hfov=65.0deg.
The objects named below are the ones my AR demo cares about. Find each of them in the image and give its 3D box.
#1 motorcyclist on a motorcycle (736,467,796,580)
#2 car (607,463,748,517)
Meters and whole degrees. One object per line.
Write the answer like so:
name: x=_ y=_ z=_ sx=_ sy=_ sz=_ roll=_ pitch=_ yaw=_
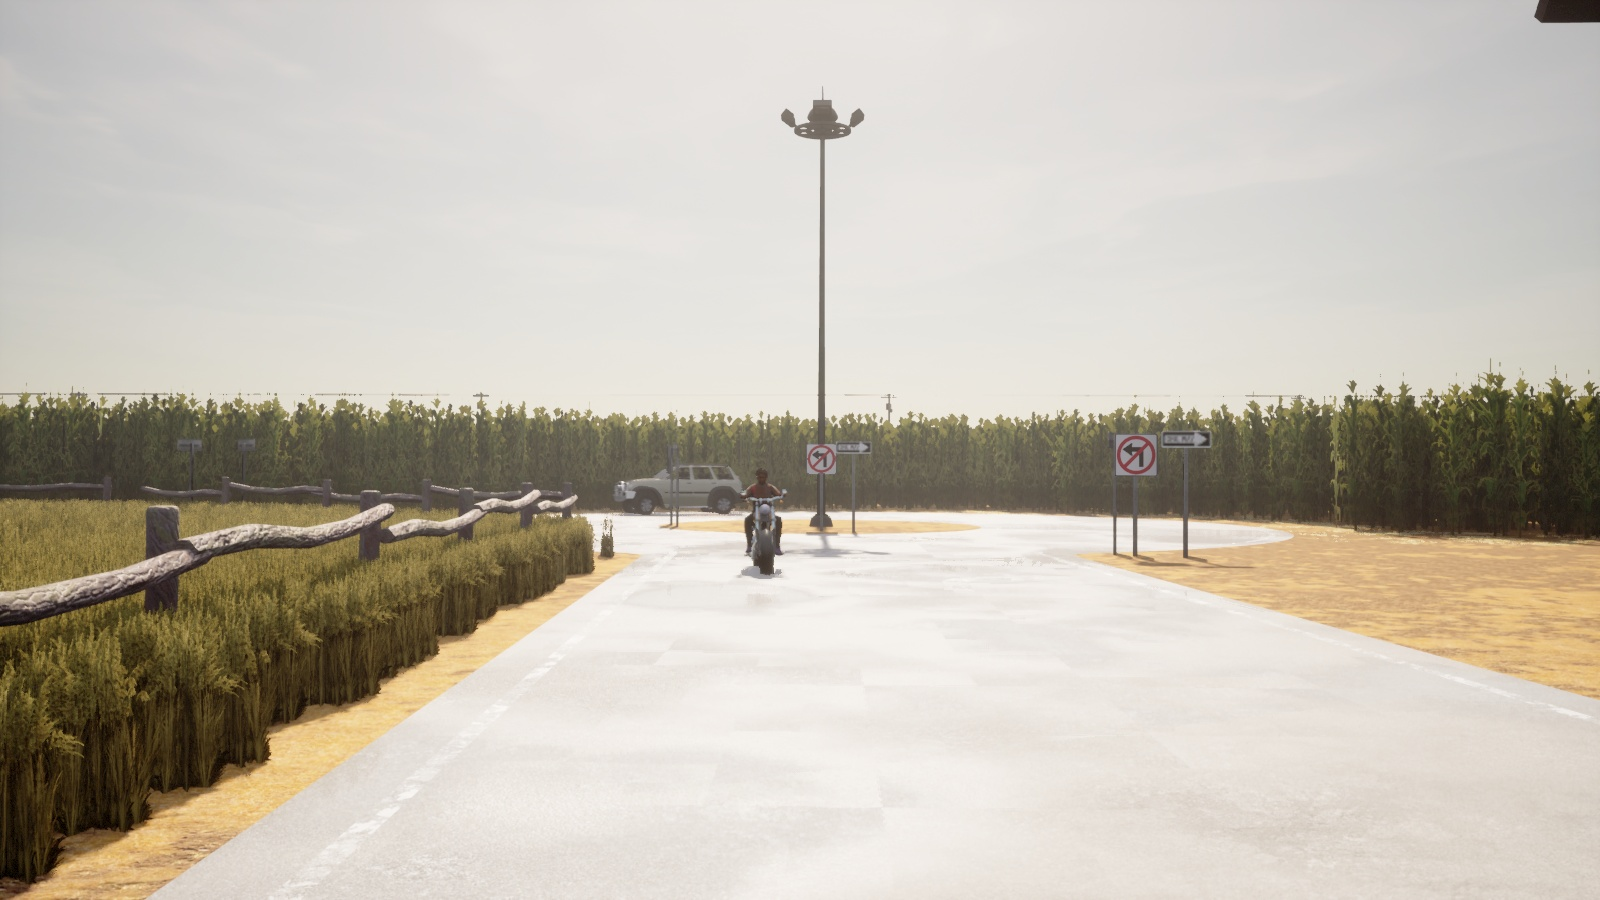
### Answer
motorcyclist on a motorcycle: x=-0.557 y=1.096 z=19.615 sx=0.766 sy=1.649 sz=2.350 roll=-1 pitch=-1 yaw=-6
car: x=-4.344 y=1.396 z=44.597 sx=4.605 sy=1.855 sz=1.932 roll=0 pitch=-2 yaw=-23
